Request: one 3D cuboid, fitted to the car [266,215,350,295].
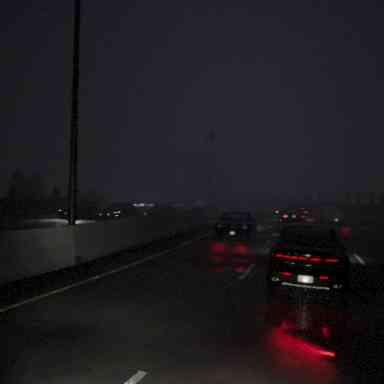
[{"bbox_3d":[3.266,1.642,9.351,1.837,1.490,4.892,2,0,20],"label":"car"}]

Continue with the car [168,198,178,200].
[{"bbox_3d":[-3.883,1.882,68.454,2.033,1.411,5.357,1,0,-13],"label":"car"}]

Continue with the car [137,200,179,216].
[{"bbox_3d":[-2.571,1.668,28.360,2.033,1.411,5.357,1,0,10],"label":"car"}]

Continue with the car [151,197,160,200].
[{"bbox_3d":[-7.573,1.780,68.844,1.812,1.442,4.674,1,0,-13],"label":"car"}]

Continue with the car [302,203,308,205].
[{"bbox_3d":[12.945,2.066,40.061,1.837,1.490,4.892,1,0,2],"label":"car"}]

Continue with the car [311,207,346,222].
[{"bbox_3d":[11.763,1.984,28.579,1.812,1.442,4.674,1,0,8],"label":"car"}]

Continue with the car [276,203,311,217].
[{"bbox_3d":[8.099,1.913,27.479,2.033,1.411,5.357,1,0,9],"label":"car"}]

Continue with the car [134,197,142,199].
[{"bbox_3d":[-11.308,1.766,69.410,1.895,1.301,4.718,1,0,-13],"label":"car"}]

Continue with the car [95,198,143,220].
[{"bbox_3d":[-6.148,1.543,28.532,1.837,1.490,4.892,2,0,10],"label":"car"}]

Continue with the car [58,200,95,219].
[{"bbox_3d":[-9.637,1.463,28.904,1.837,1.490,4.892,2,0,10],"label":"car"}]

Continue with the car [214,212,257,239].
[{"bbox_3d":[2.606,1.782,18.775,1.895,1.301,4.718,1,0,15],"label":"car"}]
